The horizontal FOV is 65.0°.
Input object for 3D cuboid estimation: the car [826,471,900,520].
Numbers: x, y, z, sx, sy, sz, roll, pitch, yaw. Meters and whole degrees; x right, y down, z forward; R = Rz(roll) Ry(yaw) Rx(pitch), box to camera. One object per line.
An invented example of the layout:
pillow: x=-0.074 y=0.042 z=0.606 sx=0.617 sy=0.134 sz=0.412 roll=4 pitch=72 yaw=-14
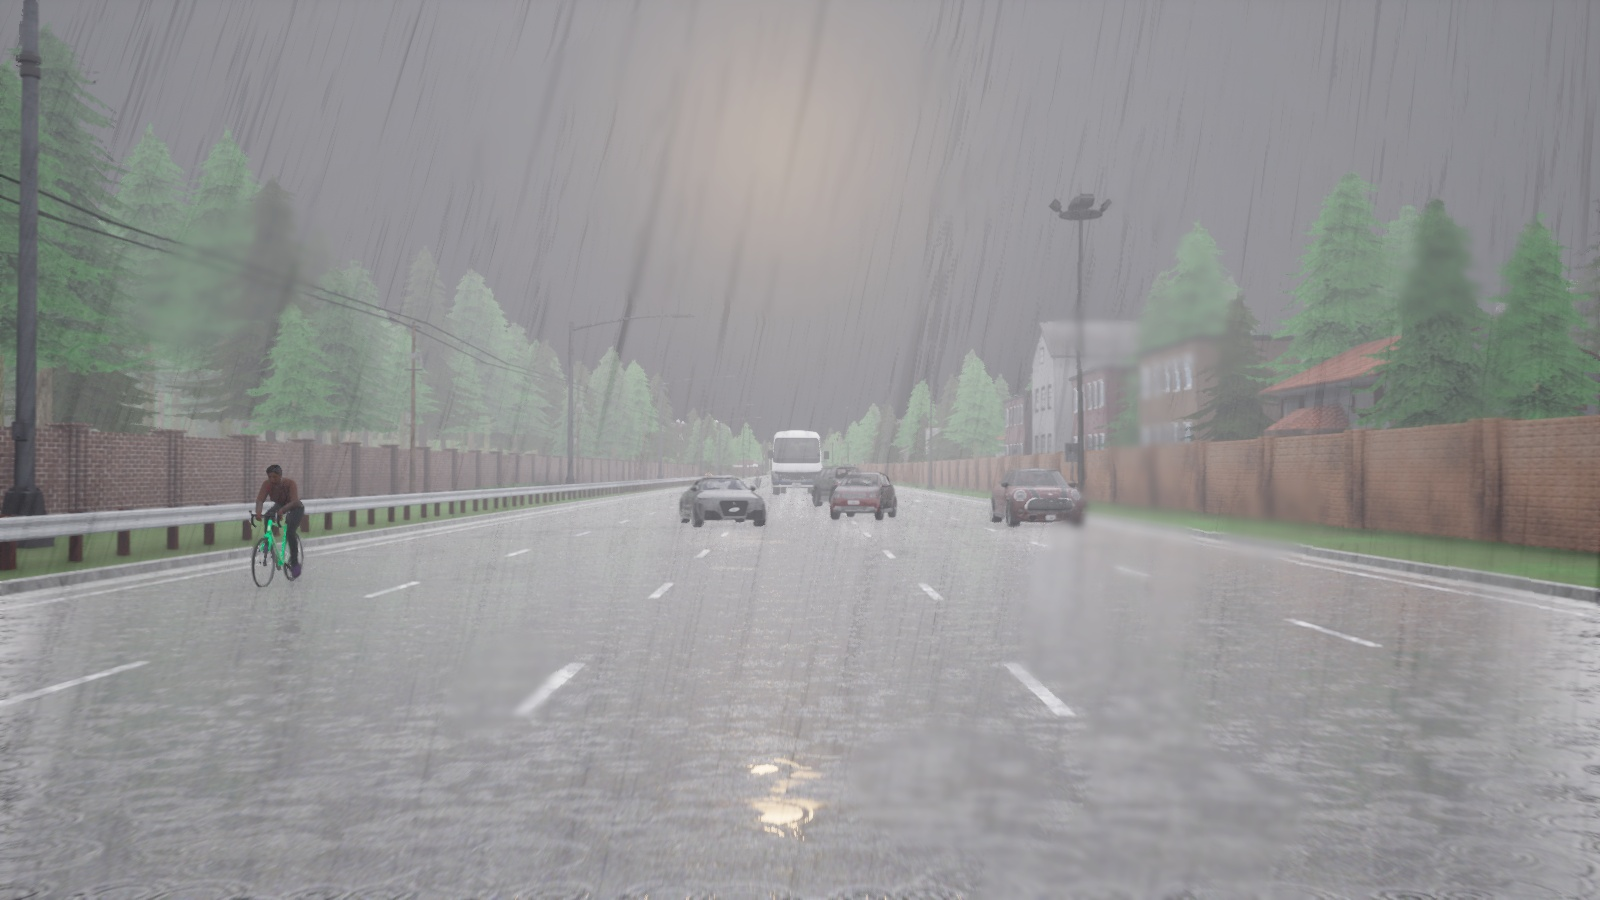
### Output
car: x=2.140 y=1.480 z=41.557 sx=1.789 sy=1.549 sz=3.705 roll=0 pitch=-1 yaw=13

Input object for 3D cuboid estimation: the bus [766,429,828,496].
bus: x=-0.215 y=0.861 z=84.937 sx=3.944 sy=4.253 sz=10.273 roll=0 pitch=-1 yaw=0

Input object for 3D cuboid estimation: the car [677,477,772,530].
car: x=-2.238 y=1.492 z=36.116 sx=1.994 sy=1.385 sz=4.181 roll=0 pitch=-1 yaw=-14

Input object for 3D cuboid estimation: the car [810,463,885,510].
car: x=1.965 y=1.512 z=53.104 sx=1.932 sy=1.855 sz=4.605 roll=0 pitch=-1 yaw=-14

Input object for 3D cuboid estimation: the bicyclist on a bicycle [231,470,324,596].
bicyclist on a bicycle: x=-7.042 y=1.080 z=16.997 sx=0.582 sy=1.620 sz=1.656 roll=0 pitch=-1 yaw=0

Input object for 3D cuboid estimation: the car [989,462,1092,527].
car: x=6.909 y=1.258 z=36.576 sx=2.097 sy=1.767 sz=4.553 roll=0 pitch=-1 yaw=0
